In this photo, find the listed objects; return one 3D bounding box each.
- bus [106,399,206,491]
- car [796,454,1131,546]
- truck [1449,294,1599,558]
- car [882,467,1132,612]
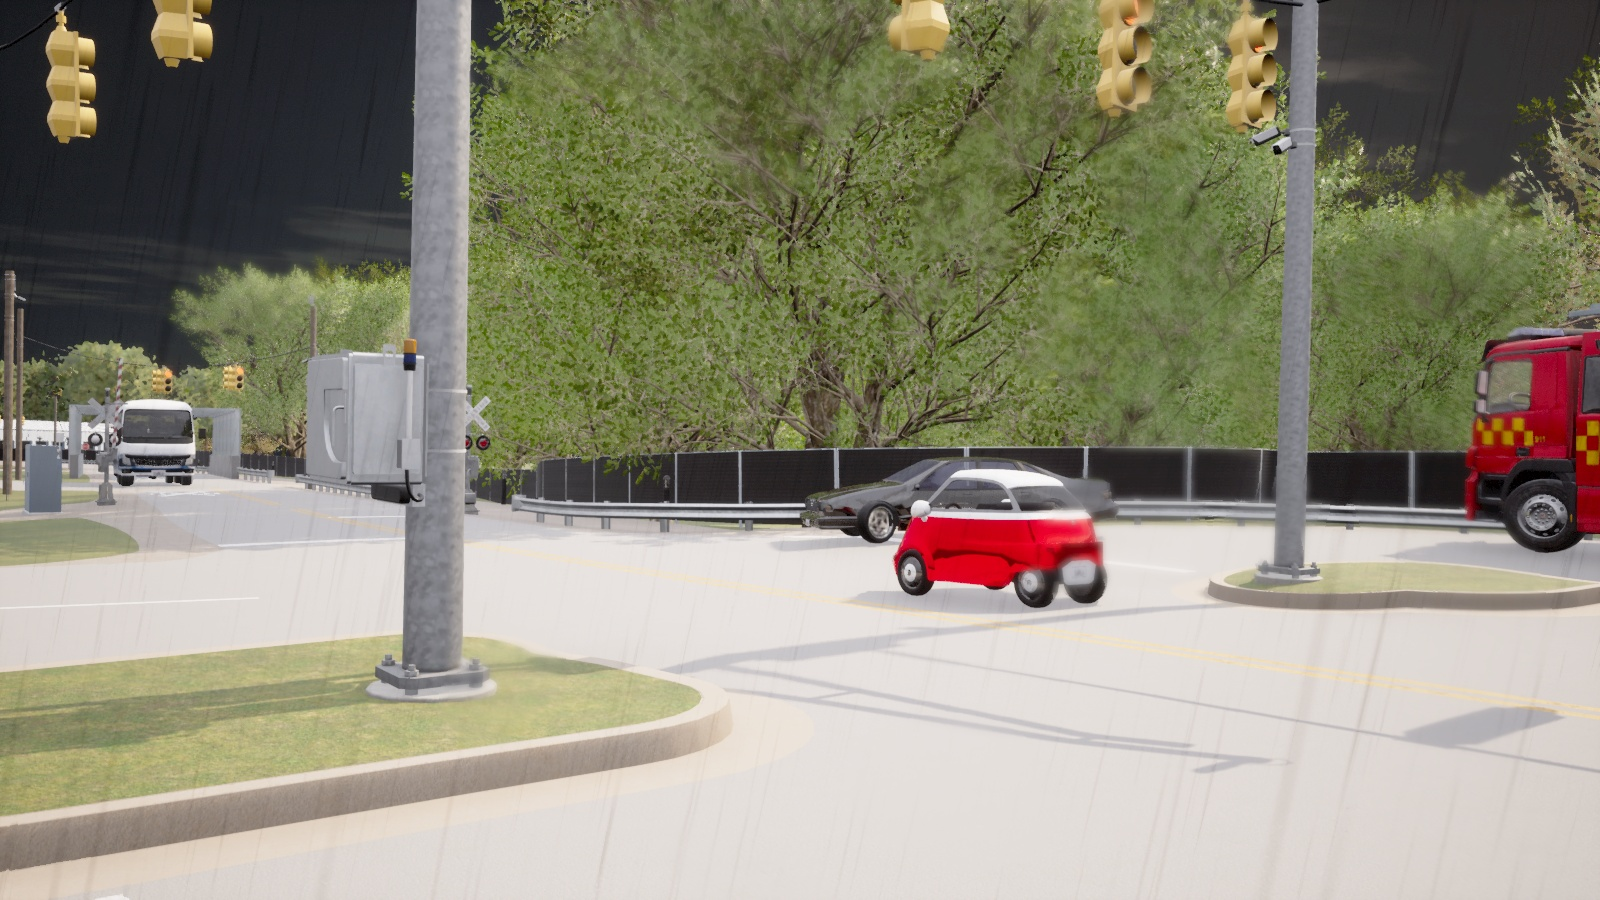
[{"bbox_3d":[-32.694,-0.223,63.527,3.944,4.253,10.273,0,0,-30],"label":"bus"},{"bbox_3d":[2.762,0.806,21.677,5.357,1.411,2.033,-1,0,-11],"label":"car"},{"bbox_3d":[13.217,-0.340,17.422,2.891,3.827,8.468,0,1,-10],"label":"truck"},{"bbox_3d":[2.158,0.876,13.366,1.481,1.376,2.207,1,-1,-36],"label":"car"}]
